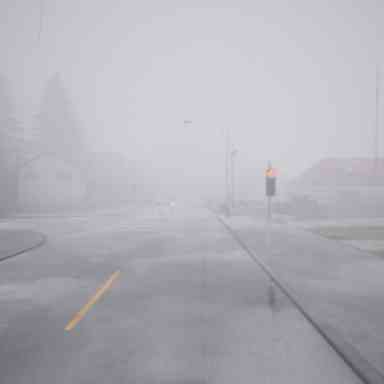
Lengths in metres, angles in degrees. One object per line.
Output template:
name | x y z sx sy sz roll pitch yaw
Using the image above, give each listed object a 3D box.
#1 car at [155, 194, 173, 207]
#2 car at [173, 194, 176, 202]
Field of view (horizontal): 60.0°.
car | -4.073 1.292 46.301 1.812 1.442 4.674 0 0 0
car | -4.005 1.173 62.880 2.128 1.511 4.902 0 0 1
